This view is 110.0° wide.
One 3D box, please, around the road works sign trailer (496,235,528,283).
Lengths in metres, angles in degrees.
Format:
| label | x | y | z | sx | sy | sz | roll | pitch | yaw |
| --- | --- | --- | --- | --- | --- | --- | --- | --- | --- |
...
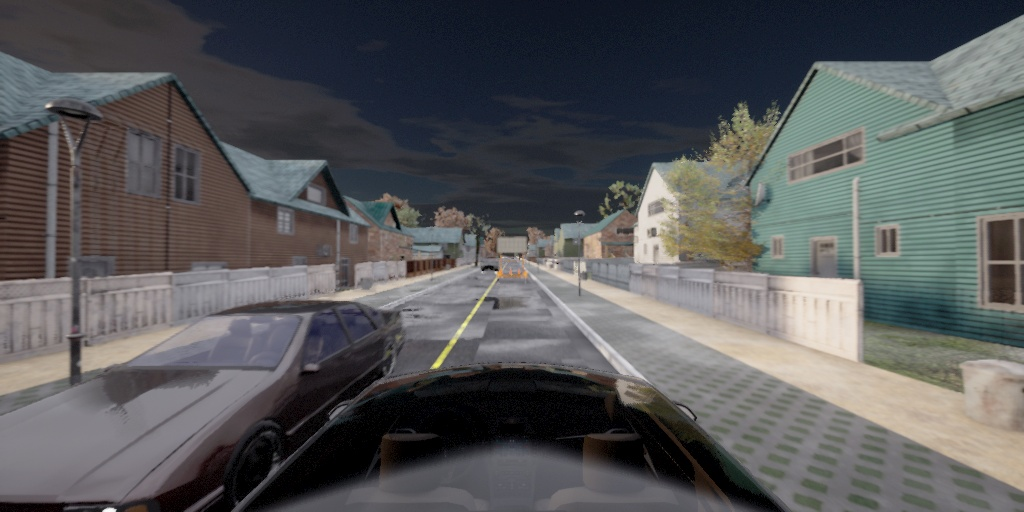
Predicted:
| label | x | y | z | sx | sy | sz | roll | pitch | yaw |
| --- | --- | --- | --- | --- | --- | --- | --- | --- | --- |
| road works sign trailer | 0.004 | 0.203 | 27.539 | 2.380 | 3.560 | 2.880 | 0 | 0 | 0 |

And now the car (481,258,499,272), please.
| label | x | y | z | sx | sy | sz | roll | pitch | yaw |
| --- | --- | --- | --- | --- | --- | --- | --- | --- | --- |
| car | -2.824 | 1.077 | 45.973 | 2.097 | 1.767 | 4.553 | 0 | 0 | 0 |

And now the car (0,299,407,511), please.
| label | x | y | z | sx | sy | sz | roll | pitch | yaw |
| --- | --- | --- | --- | --- | --- | --- | --- | --- | --- |
| car | -2.849 | 1.297 | 4.434 | 2.033 | 1.411 | 5.357 | 0 | 0 | 0 |
